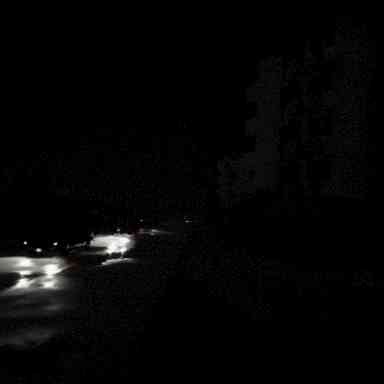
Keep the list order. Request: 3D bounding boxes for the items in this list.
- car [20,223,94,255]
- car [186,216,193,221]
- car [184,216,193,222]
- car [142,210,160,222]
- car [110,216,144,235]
[{"bbox_3d":[-6.693,2.352,17.355,2.033,1.411,5.357,3,-4,2],"label":"car"},{"bbox_3d":[-0.662,7.406,93.861,1.895,1.301,4.718,3,-4,2],"label":"car"},{"bbox_3d":[-0.916,6.797,83.851,1.994,1.385,4.181,3,-4,2],"label":"car"},{"bbox_3d":[-5.810,3.599,47.230,2.150,2.045,5.566,3,-4,2],"label":"car"},{"bbox_3d":[-6.327,3.197,31.469,2.128,1.511,4.902,3,-3,2],"label":"car"}]
